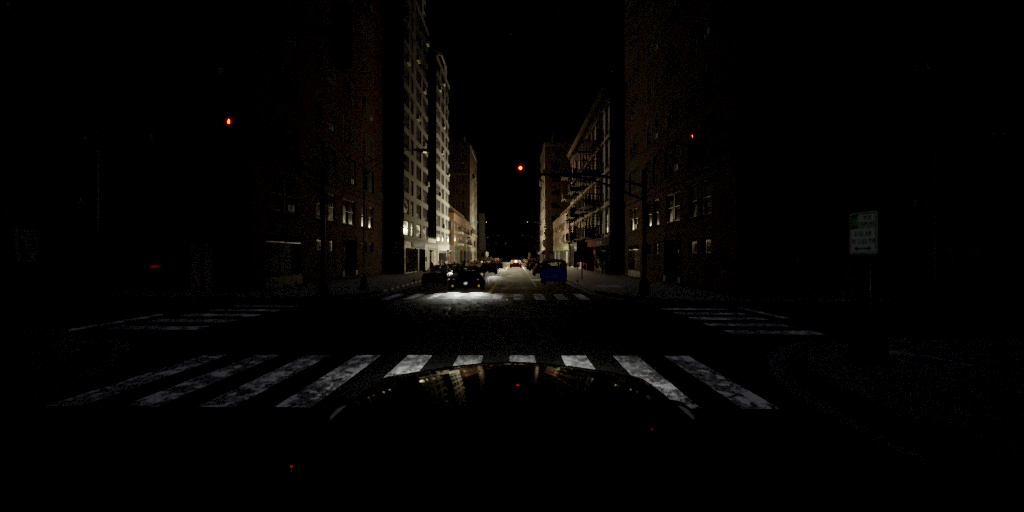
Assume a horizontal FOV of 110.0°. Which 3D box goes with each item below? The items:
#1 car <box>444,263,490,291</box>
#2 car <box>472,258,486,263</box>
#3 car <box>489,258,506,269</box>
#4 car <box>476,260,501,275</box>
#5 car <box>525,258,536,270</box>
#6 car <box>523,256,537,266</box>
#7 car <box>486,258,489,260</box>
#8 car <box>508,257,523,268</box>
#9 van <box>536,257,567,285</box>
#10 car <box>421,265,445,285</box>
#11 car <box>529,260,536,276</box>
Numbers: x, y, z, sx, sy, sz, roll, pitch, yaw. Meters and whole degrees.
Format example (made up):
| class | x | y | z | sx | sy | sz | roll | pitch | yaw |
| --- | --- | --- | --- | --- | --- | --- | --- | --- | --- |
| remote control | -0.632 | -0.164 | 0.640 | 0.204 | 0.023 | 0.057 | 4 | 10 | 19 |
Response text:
| class | x | y | z | sx | sy | sz | roll | pitch | yaw |
| --- | --- | --- | --- | --- | --- | --- | --- | --- | --- |
| car | -2.565 | 1.313 | 21.513 | 1.994 | 1.385 | 4.181 | 0 | 0 | -1 |
| car | -4.957 | 1.268 | 48.019 | 1.751 | 1.417 | 4.829 | 0 | 0 | 1 |
| car | -2.316 | 1.339 | 54.111 | 1.895 | 1.301 | 4.718 | 0 | 0 | 1 |
| car | -2.500 | 1.347 | 38.641 | 1.895 | 1.301 | 4.718 | 0 | 0 | 1 |
| car | 3.069 | 1.325 | 48.120 | 1.802 | 1.307 | 4.207 | 0 | 0 | 1 |
| car | 3.123 | 1.054 | 53.801 | 2.192 | 1.841 | 5.009 | 0 | 0 | 1 |
| car | -4.902 | 1.305 | 53.871 | 1.948 | 1.339 | 4.313 | 0 | 0 | 1 |
| car | 0.639 | 1.336 | 59.078 | 1.895 | 1.301 | 4.718 | 0 | 0 | 1 |
| van | 2.855 | 1.089 | 25.395 | 1.690 | 1.789 | 3.998 | 0 | 0 | 1 |
| car | -5.170 | 1.299 | 25.462 | 2.007 | 1.370 | 4.403 | 0 | 0 | 1 |
| car | 2.962 | 1.329 | 36.757 | 1.802 | 1.307 | 4.207 | 0 | 0 | 1 |
